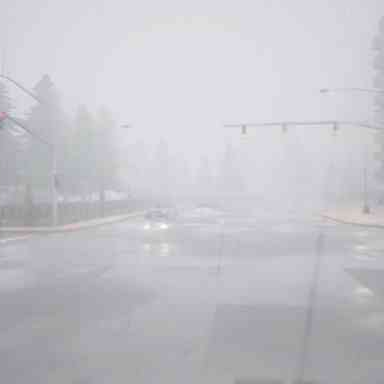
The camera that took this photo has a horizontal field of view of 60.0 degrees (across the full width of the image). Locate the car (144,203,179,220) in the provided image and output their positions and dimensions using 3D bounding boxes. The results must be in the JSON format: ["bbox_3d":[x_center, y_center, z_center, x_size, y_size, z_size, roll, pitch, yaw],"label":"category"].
[{"bbox_3d":[-2.522,1.580,27.941,1.895,1.301,4.718,-1,0,10],"label":"car"}]

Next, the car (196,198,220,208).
[{"bbox_3d":[2.169,1.443,44.345,1.994,1.385,4.181,-1,0,26],"label":"car"}]

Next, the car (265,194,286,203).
[{"bbox_3d":[15.233,1.189,60.498,4.674,1.442,1.812,-1,0,-37],"label":"car"}]
